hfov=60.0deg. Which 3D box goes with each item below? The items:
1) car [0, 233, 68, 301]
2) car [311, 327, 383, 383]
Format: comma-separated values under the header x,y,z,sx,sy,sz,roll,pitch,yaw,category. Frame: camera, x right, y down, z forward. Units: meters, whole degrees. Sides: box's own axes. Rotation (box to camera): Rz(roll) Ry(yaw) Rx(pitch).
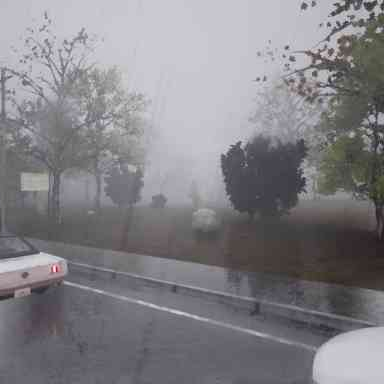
x,y,z,sx,sy,sz,roll,pitch,yaw,category
-4.991,1.601,7.547,4.718,1.301,1.895,0,0,35,car
3.078,1.526,1.812,4.674,1.442,1.812,0,0,35,car
